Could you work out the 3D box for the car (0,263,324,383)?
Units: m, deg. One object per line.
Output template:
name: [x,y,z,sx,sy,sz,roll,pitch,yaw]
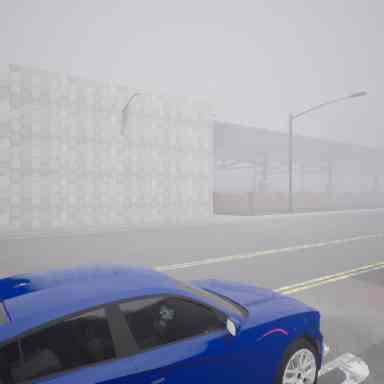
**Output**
car: [-0.733,1.478,3.227,5.008,1.535,1.882,0,0,-36]
